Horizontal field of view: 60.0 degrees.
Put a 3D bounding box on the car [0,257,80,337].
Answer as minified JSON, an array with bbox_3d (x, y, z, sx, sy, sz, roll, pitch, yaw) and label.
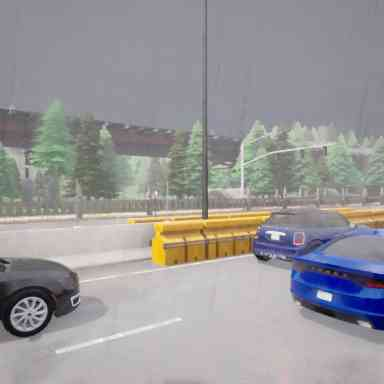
[{"bbox_3d":[-4.235,1.505,5.025,4.892,1.490,1.837,0,0,-35],"label":"car"}]

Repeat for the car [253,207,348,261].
[{"bbox_3d":[4.185,1.352,11.037,4.553,1.767,2.097,0,0,-36],"label":"car"}]

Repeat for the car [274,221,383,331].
[{"bbox_3d":[4.091,1.478,6.669,5.008,1.535,1.882,0,0,-36],"label":"car"}]
